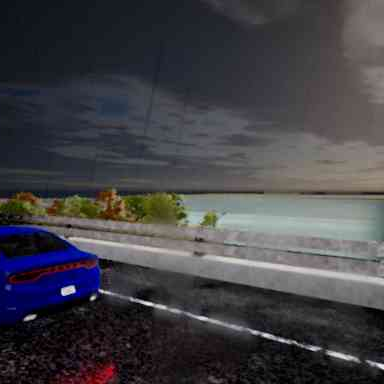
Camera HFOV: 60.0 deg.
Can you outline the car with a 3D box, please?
[{"bbox_3d":[-4.038,1.455,6.896,5.008,1.535,1.882,0,0,36],"label":"car"}]
